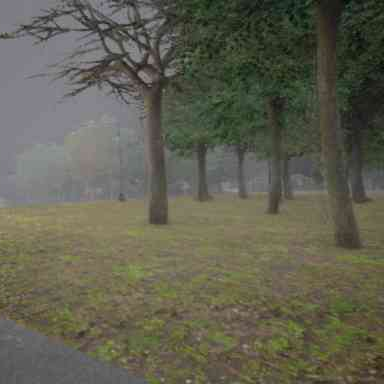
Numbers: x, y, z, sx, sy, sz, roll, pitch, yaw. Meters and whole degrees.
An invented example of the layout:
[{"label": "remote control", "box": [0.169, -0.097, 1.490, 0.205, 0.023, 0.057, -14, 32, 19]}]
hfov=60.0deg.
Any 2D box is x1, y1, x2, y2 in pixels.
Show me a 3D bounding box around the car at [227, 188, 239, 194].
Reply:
[{"label": "car", "box": [11.332, -0.373, 94.668, 2.097, 1.767, 4.553, -3, -1, 34]}]
